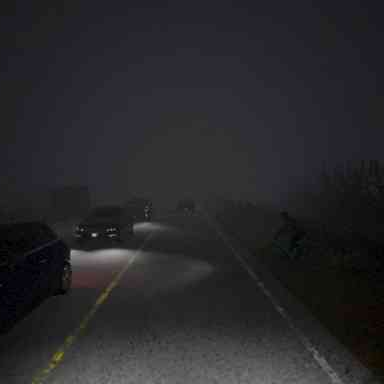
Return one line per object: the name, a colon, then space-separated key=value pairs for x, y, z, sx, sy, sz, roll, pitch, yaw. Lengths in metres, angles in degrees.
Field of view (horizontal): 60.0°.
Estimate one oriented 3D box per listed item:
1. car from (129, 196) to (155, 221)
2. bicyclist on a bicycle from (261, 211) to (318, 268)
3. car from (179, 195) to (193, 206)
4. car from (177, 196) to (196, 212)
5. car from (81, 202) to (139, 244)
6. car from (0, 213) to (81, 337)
car: x=-4.056 y=1.191 z=25.468 sx=2.097 sy=1.767 sz=4.553 roll=0 pitch=0 yaw=-1
bicyclist on a bicycle: x=2.795 y=1.381 z=9.502 sx=1.656 sy=1.620 sz=0.582 roll=0 pitch=0 yaw=-1
car: x=-0.864 y=1.238 z=47.767 sx=1.994 sy=1.385 sz=4.181 roll=0 pitch=0 yaw=-1
car: x=-0.599 y=1.361 z=35.167 sx=1.895 sy=1.301 sz=4.718 roll=0 pitch=0 yaw=-1
car: x=-3.875 y=1.413 z=15.437 sx=1.837 sy=1.490 sz=4.892 roll=0 pitch=0 yaw=-1
car: x=-3.685 y=1.327 z=5.514 sx=2.097 sy=1.767 sz=4.553 roll=0 pitch=0 yaw=-1
